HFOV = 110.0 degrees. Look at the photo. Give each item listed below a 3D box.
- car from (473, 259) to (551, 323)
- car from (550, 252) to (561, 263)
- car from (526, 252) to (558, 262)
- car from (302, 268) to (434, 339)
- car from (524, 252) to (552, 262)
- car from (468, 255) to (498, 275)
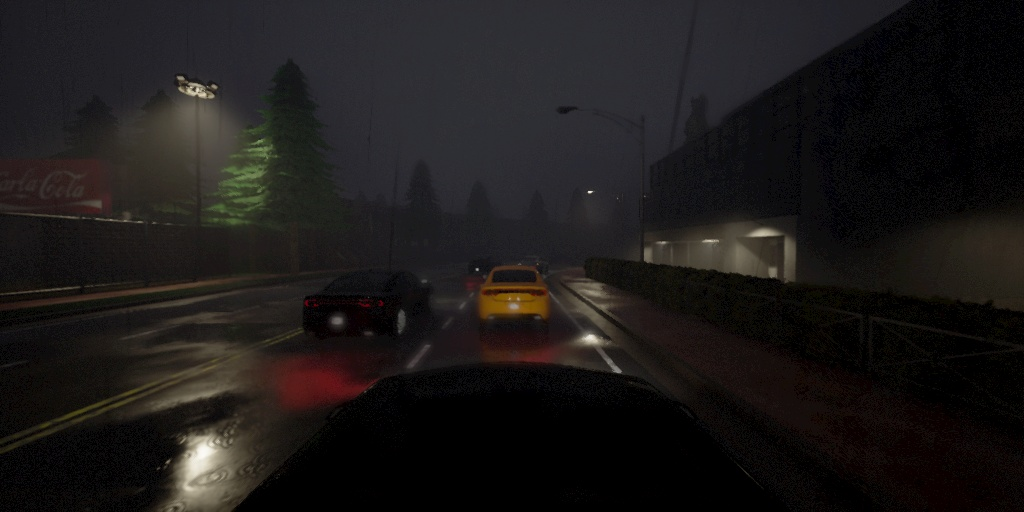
[{"bbox_3d":[0.076,1.023,11.170,1.882,1.535,5.008,0,1,0],"label":"car"},{"bbox_3d":[4.917,0.224,49.412,1.837,1.490,4.892,1,2,42],"label":"car"},{"bbox_3d":[4.598,0.109,54.182,4.902,1.511,2.128,-1,2,-45],"label":"car"},{"bbox_3d":[-3.431,1.058,9.542,1.882,1.535,5.008,0,2,0],"label":"car"},{"bbox_3d":[1.770,0.684,29.104,1.812,1.442,4.674,0,1,15],"label":"car"},{"bbox_3d":[-1.995,0.677,28.433,1.837,1.490,4.892,0,1,13],"label":"car"}]
